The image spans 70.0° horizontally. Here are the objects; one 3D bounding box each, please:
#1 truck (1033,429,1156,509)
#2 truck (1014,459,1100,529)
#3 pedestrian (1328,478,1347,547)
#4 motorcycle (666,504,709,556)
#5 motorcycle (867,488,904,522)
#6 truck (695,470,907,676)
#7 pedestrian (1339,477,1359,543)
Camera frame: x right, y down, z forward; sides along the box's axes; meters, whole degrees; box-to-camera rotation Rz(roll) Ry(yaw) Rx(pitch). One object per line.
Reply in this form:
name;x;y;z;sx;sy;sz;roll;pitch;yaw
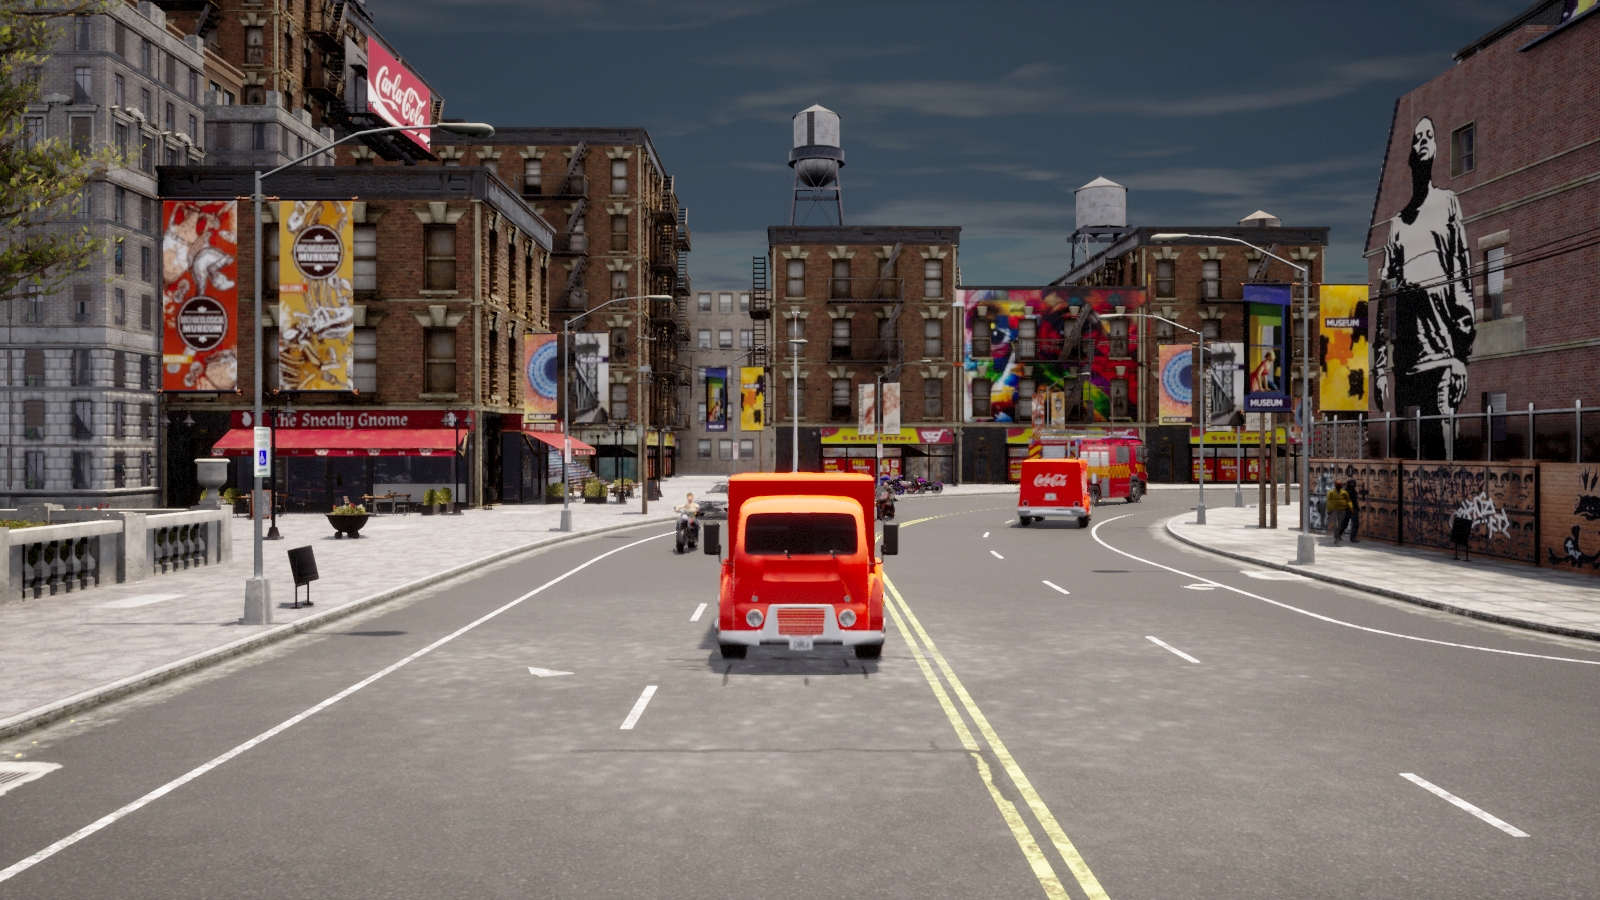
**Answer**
truck;15.378;0.914;59.188;2.891;3.827;8.468;0;0;39
truck;9.922;1.585;43.744;2.627;2.467;5.204;0;0;19
pedestrian;14.766;1.709;31.376;0.375;1.860;0.375;0;0;10
motorcycle;-3.087;2.183;31.521;0.764;1.277;2.356;0;0;4
motorcycle;3.477;2.223;46.370;0.867;1.251;2.209;0;0;21
truck;0.019;1.575;16.794;2.627;2.467;5.204;0;0;0
pedestrian;15.652;1.709;32.564;0.375;1.860;0.375;0;0;-9
